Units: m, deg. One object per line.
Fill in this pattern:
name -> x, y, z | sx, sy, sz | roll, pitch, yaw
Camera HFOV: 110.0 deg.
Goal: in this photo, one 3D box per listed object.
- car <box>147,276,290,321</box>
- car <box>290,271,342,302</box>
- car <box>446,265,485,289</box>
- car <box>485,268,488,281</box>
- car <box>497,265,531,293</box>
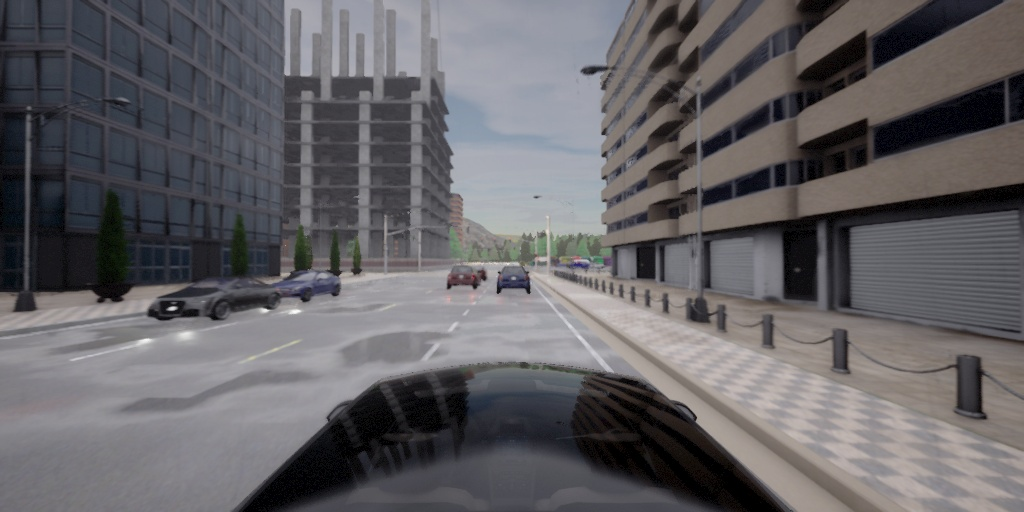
car -> -10.499, 1.465, 13.071 | 1.994, 1.385, 4.181 | 0, -1, 0
car -> -10.550, 1.501, 18.604 | 1.812, 1.442, 4.674 | 0, -1, 1
car -> -3.418, 1.431, 26.326 | 2.097, 1.767, 4.553 | 0, -1, 0
car -> -3.481, 1.690, 36.313 | 1.882, 1.535, 5.008 | 0, -1, 0
car -> 0.102, 1.394, 23.586 | 2.097, 1.767, 4.553 | 0, -1, 0
